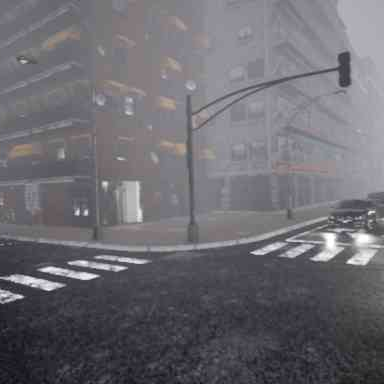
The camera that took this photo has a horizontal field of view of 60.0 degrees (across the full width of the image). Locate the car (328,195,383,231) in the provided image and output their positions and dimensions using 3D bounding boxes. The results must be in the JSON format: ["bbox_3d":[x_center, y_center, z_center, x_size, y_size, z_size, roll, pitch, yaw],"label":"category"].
[{"bbox_3d":[8.749,1.125,17.893,1.837,1.490,4.892,-1,0,36],"label":"car"}]

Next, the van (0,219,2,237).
[{"bbox_3d":[-11.632,1.799,17.439,3.998,1.788,1.690,-2,1,36],"label":"van"}]

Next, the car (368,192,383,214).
[{"bbox_3d":[14.214,0.780,25.298,2.097,1.767,4.553,-1,0,36],"label":"car"}]
